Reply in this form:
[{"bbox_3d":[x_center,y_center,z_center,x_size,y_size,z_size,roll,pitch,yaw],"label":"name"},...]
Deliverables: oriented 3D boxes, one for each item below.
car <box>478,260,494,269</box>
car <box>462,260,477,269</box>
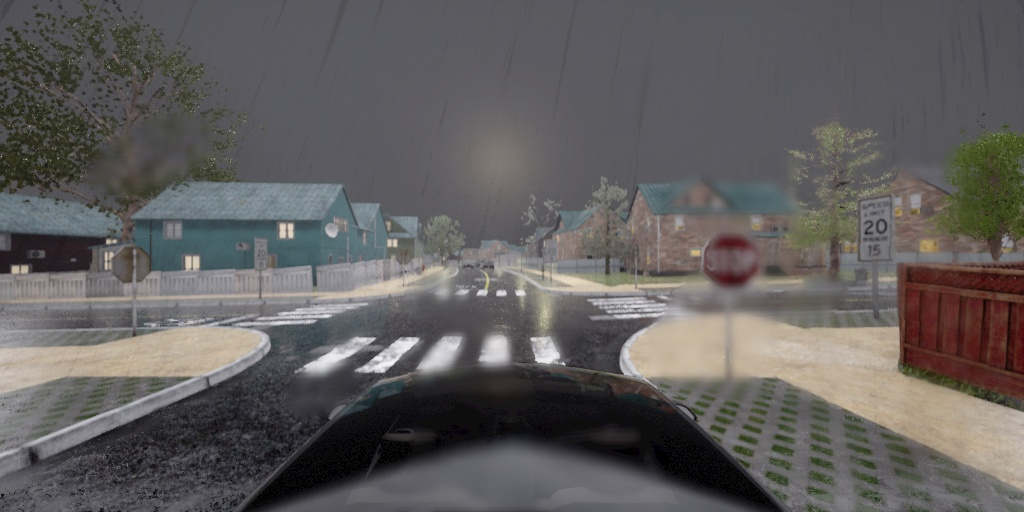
[{"bbox_3d":[-3.927,1.352,56.841,1.837,1.490,4.892,0,0,-10],"label":"car"},{"bbox_3d":[-7.473,1.383,60.880,1.837,1.490,4.892,0,0,-10],"label":"car"}]
